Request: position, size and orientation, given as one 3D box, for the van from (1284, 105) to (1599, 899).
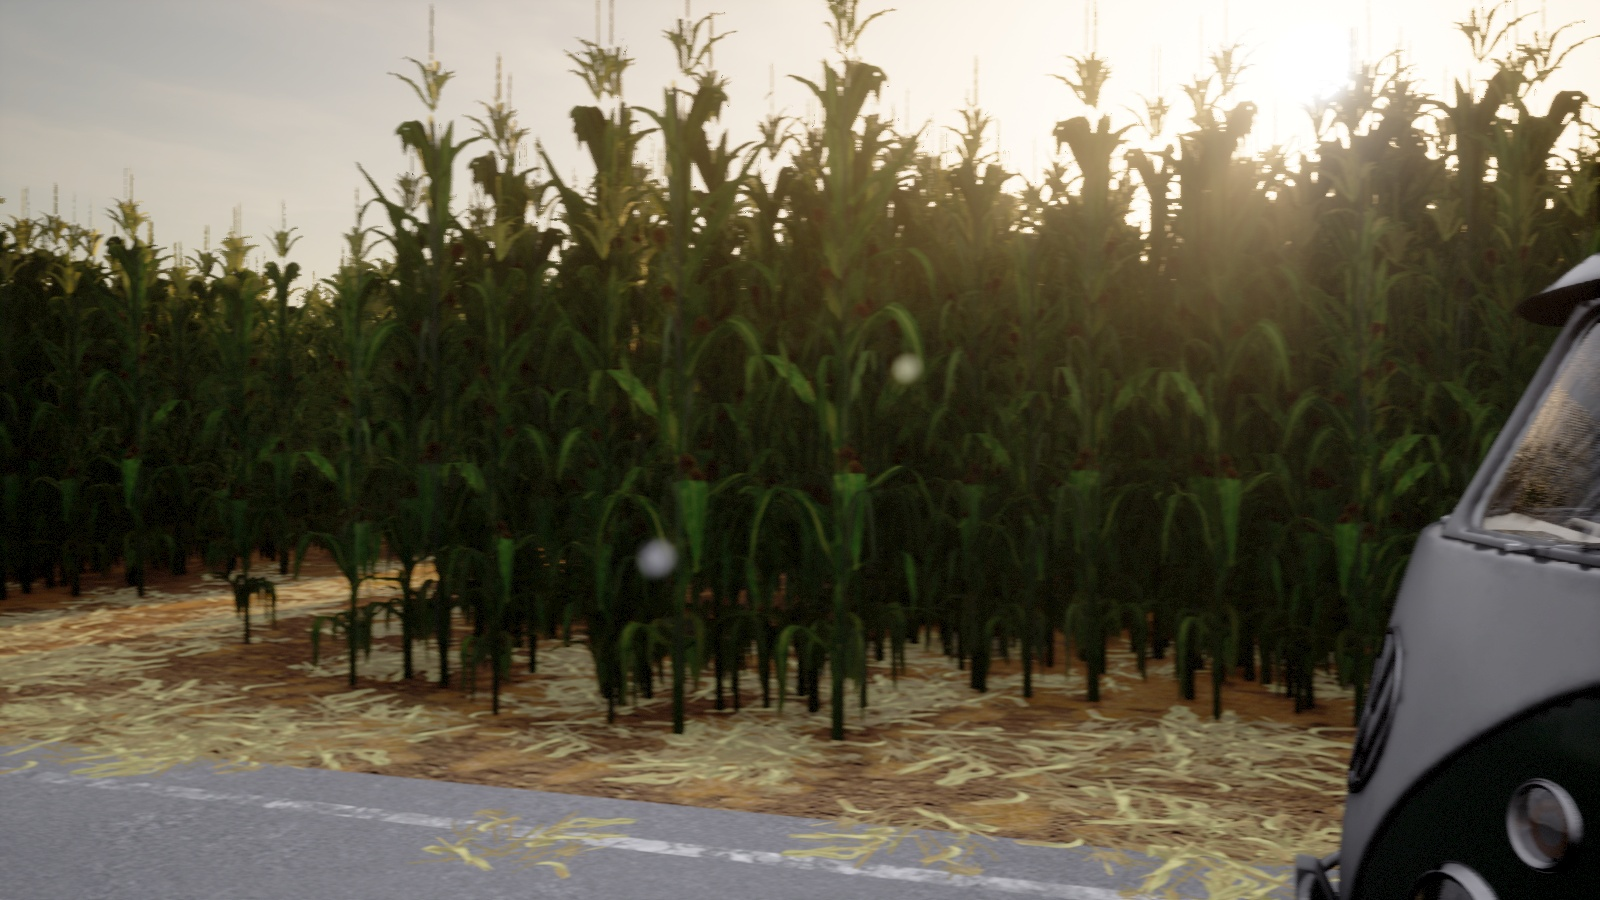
[{"bbox_3d":[3.121,0.562,1.815,4.442,1.987,1.775,1,1,19],"label":"van"}]
